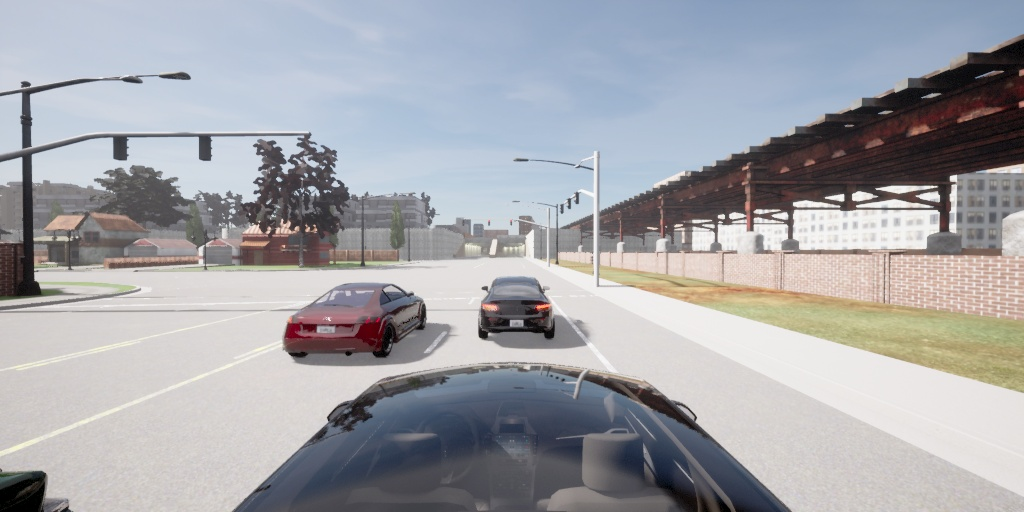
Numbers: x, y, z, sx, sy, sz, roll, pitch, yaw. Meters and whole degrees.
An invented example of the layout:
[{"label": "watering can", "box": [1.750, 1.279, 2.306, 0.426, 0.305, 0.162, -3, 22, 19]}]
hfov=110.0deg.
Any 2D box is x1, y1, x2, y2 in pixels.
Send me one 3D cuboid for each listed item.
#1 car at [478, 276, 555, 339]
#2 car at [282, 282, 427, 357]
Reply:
[{"label": "car", "box": [0.105, 1.277, 10.018, 1.812, 1.442, 4.674, 0, 0, 0]}, {"label": "car", "box": [-3.397, 1.315, 8.555, 1.994, 1.385, 4.181, 0, 0, 0]}]
